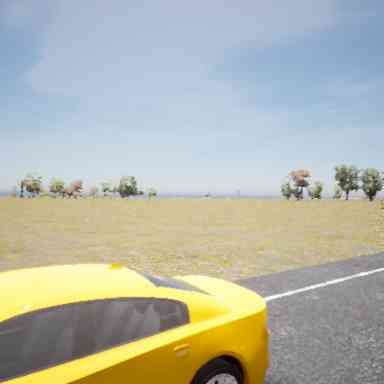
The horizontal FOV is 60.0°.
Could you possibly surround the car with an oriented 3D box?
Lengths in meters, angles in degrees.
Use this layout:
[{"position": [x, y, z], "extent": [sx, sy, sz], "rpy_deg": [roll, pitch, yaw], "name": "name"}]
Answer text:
[{"position": [-1.469, 1.482, 2.936], "extent": [5.008, 1.535, 1.882], "rpy_deg": [1, -1, -35], "name": "car"}]
